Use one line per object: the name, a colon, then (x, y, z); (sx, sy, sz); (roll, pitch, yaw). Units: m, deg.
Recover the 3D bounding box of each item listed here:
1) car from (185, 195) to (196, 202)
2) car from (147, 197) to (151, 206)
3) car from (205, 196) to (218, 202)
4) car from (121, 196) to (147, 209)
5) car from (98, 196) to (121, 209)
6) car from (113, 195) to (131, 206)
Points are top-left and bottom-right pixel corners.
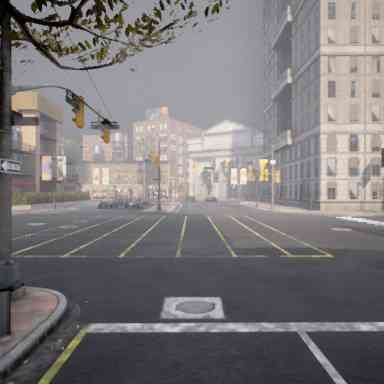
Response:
car: (-0.351, 1.381, 72.478); (2.128, 1.511, 4.902); (0, 0, -8)
car: (-7.994, 1.537, 55.592); (1.837, 1.490, 4.892); (0, 0, 1)
car: (4.220, 1.506, 72.504); (1.994, 1.385, 4.181); (0, 0, 20)
car: (-7.994, 1.518, 46.215); (2.128, 1.511, 4.902); (0, 0, 1)
car: (-11.491, 1.552, 45.905); (1.812, 1.442, 4.674); (0, 0, 0)
car: (-11.495, 1.383, 54.921); (2.097, 1.767, 4.553); (0, 0, 0)
